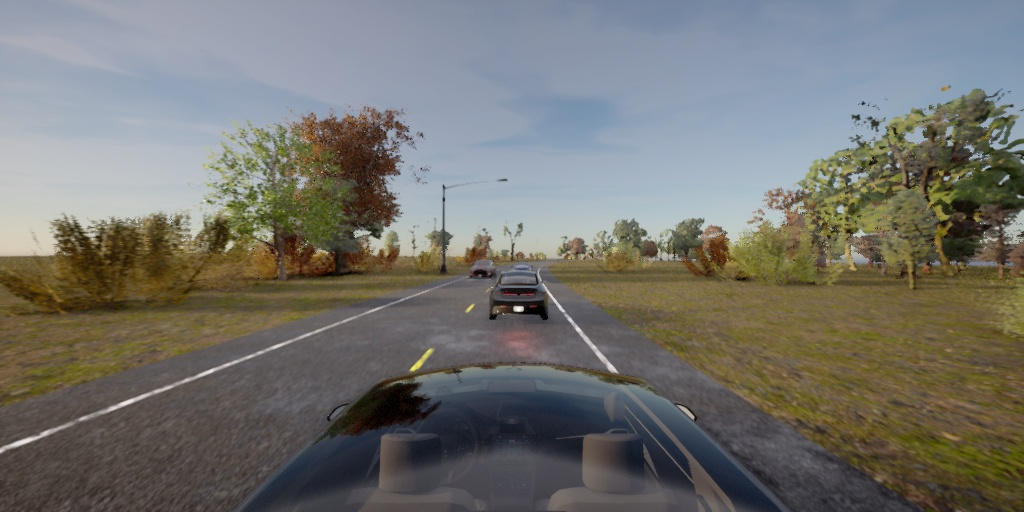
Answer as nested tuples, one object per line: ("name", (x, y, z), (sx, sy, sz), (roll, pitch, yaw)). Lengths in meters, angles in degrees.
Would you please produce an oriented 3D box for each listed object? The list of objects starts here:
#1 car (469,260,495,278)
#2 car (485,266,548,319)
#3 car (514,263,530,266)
("car", (-2.698, 1.155, 33.846), (2.097, 1.767, 4.553), (0, 0, 3))
("car", (0.235, 1.276, 12.880), (1.837, 1.490, 4.892), (0, 0, 1))
("car", (0.885, 1.325, 31.822), (1.812, 1.442, 4.674), (0, 0, 3))
